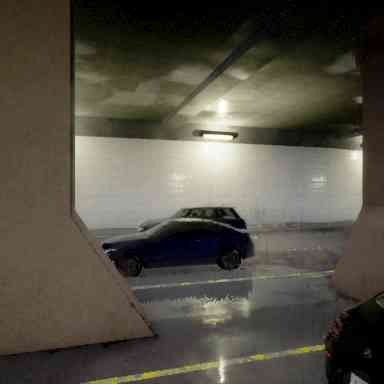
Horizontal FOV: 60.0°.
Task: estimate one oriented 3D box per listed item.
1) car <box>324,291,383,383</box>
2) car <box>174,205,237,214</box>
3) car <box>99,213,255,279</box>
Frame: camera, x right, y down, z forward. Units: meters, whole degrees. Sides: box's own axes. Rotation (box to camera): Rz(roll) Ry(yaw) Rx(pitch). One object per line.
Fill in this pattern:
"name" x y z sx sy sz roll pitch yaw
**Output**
"car" 3.669 1.526 3.563 4.674 1.442 1.812 0 0 -18
"car" 0.021 1.352 13.690 4.553 1.767 2.097 0 0 -18
"car" -0.406 1.526 9.889 4.674 1.442 1.812 0 0 -18
